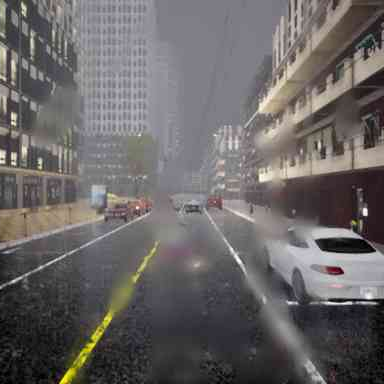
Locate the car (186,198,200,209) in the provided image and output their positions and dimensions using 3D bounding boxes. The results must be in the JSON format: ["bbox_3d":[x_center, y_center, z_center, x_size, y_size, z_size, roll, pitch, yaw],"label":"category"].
[{"bbox_3d":[0.172,1.592,47.288,1.895,1.301,4.718,0,0,1],"label":"car"}]

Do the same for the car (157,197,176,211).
[{"bbox_3d":[-2.995,1.496,40.134,1.837,1.490,4.892,0,0,0],"label":"car"}]

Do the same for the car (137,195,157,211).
[{"bbox_3d":[-5.596,1.306,37.249,2.192,1.841,5.009,0,0,0],"label":"car"}]

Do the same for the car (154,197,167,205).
[{"bbox_3d":[-5.539,1.558,59.453,1.947,1.339,4.313,0,0,0],"label":"car"}]

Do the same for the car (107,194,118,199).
[{"bbox_3d":[-21.806,1.126,87.850,4.829,1.417,1.752,1,-1,0],"label":"car"}]

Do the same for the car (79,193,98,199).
[{"bbox_3d":[-27.252,1.065,87.715,4.313,1.339,1.947,1,-1,0],"label":"car"}]

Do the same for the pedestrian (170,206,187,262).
[{"bbox_3d":[-0.440,1.290,10.768,0.375,1.860,0.375,0,0,-1],"label":"pedestrian"}]

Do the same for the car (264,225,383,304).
[{"bbox_3d":[3.021,1.524,7.986,1.812,1.442,4.674,0,0,0],"label":"car"}]

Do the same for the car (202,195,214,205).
[{"bbox_3d":[2.840,1.433,59.433,1.967,1.590,4.097,0,0,0],"label":"car"}]

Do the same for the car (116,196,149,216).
[{"bbox_3d":[-5.611,1.432,31.698,1.967,1.590,4.097,0,0,0],"label":"car"}]

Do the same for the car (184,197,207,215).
[{"bbox_3d":[0.171,1.539,33.861,2.033,1.411,5.357,0,0,0],"label":"car"}]

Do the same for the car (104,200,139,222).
[{"bbox_3d":[-5.625,1.574,26.147,1.802,1.307,4.206,0,0,0],"label":"car"}]

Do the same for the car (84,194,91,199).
[{"bbox_3d":[-27.166,0.838,79.339,5.009,1.841,2.192,1,-1,0],"label":"car"}]

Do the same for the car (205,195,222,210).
[{"bbox_3d":[2.798,1.306,42.780,2.192,1.841,5.009,0,0,0],"label":"car"}]

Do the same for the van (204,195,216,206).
[{"bbox_3d":[2.826,1.333,53.882,1.690,1.788,3.998,0,0,0],"label":"van"}]
